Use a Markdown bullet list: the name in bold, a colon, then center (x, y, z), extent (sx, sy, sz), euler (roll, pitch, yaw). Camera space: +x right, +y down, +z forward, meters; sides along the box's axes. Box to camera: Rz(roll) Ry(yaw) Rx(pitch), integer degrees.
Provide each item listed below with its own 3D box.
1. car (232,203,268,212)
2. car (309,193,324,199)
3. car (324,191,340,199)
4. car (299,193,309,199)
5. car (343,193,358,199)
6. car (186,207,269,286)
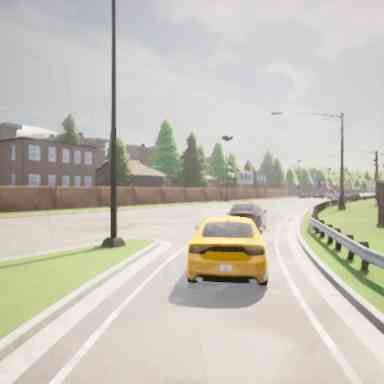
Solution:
- **car**: center (3.087, 1.386, 18.684), extent (1.837, 1.490, 4.892), euler (0, 0, 17)
- **car**: center (32.049, 1.034, 84.213), extent (2.033, 1.411, 5.357), euler (0, 0, 34)
- **car**: center (34.982, 0.737, 82.300), extent (2.150, 2.045, 5.566), euler (0, 0, 34)
- **car**: center (29.134, 1.017, 86.149), extent (2.033, 1.411, 5.357), euler (0, 0, 34)
- **car**: center (37.881, 1.070, 80.341), extent (2.033, 1.411, 5.357), euler (0, 0, 34)
- **car**: center (1.045, 1.416, 9.385), extent (1.882, 1.535, 5.008), euler (0, 0, 8)
